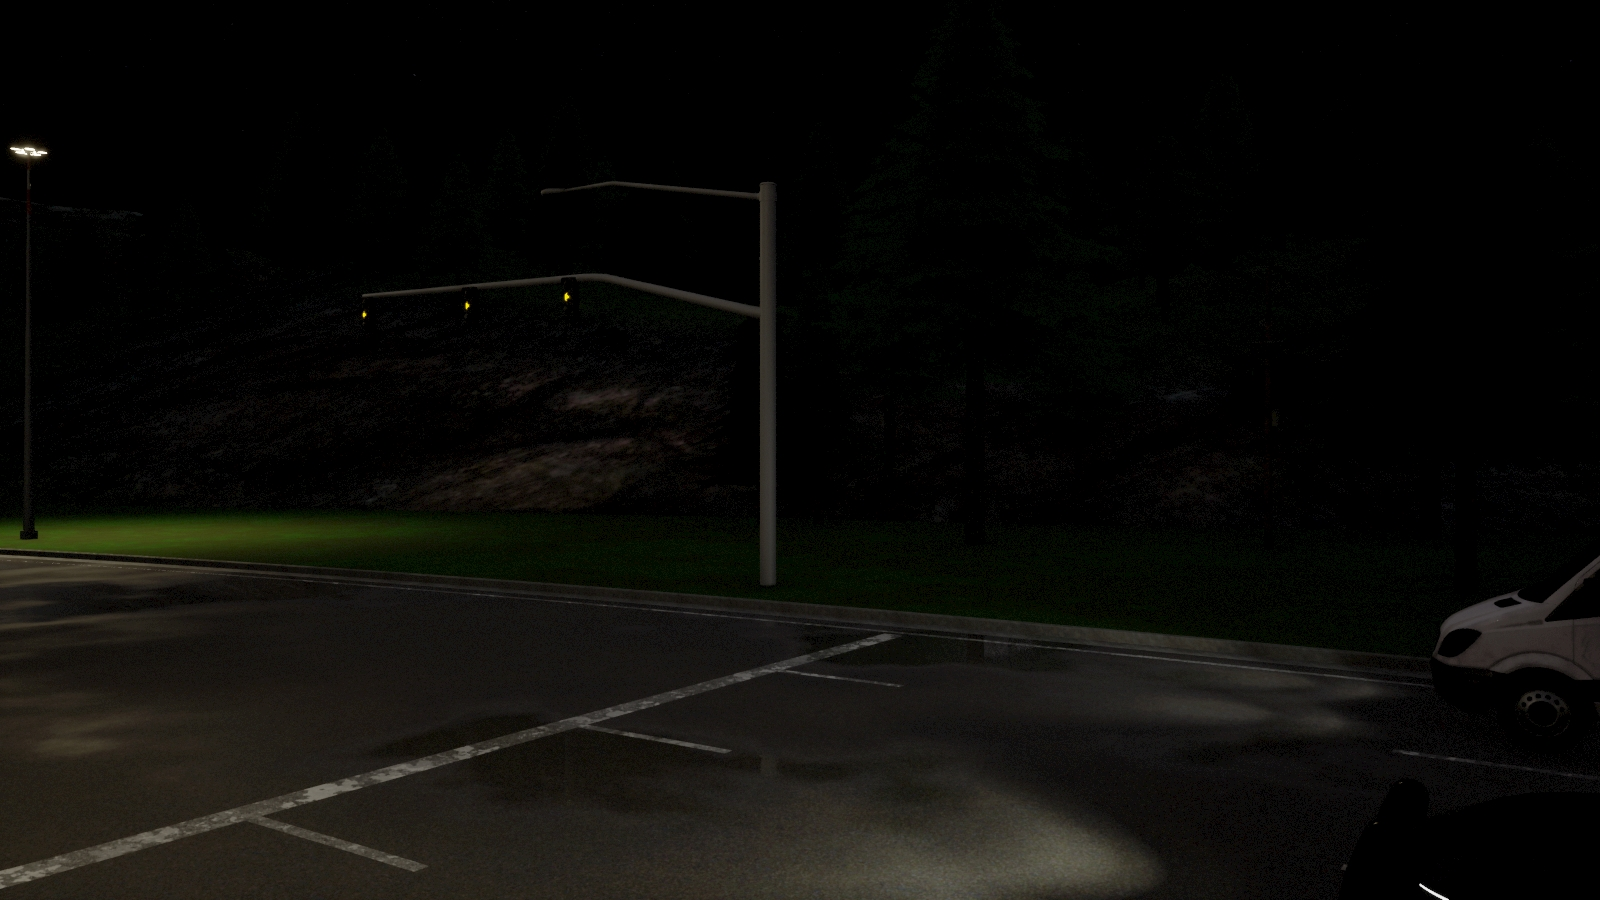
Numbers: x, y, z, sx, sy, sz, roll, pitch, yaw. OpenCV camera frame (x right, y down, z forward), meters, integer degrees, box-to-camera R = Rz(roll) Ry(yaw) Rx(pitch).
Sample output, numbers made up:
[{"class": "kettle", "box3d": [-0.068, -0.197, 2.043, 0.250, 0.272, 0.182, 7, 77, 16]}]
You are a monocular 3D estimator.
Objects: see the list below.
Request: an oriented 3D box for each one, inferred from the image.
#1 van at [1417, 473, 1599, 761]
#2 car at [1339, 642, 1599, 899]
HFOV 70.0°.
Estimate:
[{"class": "van", "box3d": [9.028, 1.534, 10.264, 5.915, 2.561, 1.988, 0, 0, 36]}, {"class": "car", "box3d": [5.200, 1.982, 4.552, 5.238, 1.638, 2.097, 0, 0, 35]}]
